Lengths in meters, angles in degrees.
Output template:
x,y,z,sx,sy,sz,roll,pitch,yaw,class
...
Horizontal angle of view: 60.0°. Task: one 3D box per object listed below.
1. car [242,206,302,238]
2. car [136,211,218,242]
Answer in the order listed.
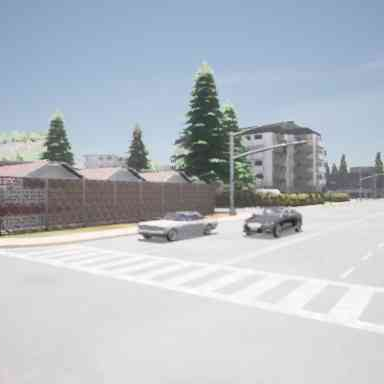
x,y,z,sx,sy,sz,roll,pitch,yaw,class
4.538,1.563,18.380,2.128,1.511,4.902,-1,0,38,car
-0.661,1.711,17.383,1.895,1.301,4.718,-1,0,38,car
